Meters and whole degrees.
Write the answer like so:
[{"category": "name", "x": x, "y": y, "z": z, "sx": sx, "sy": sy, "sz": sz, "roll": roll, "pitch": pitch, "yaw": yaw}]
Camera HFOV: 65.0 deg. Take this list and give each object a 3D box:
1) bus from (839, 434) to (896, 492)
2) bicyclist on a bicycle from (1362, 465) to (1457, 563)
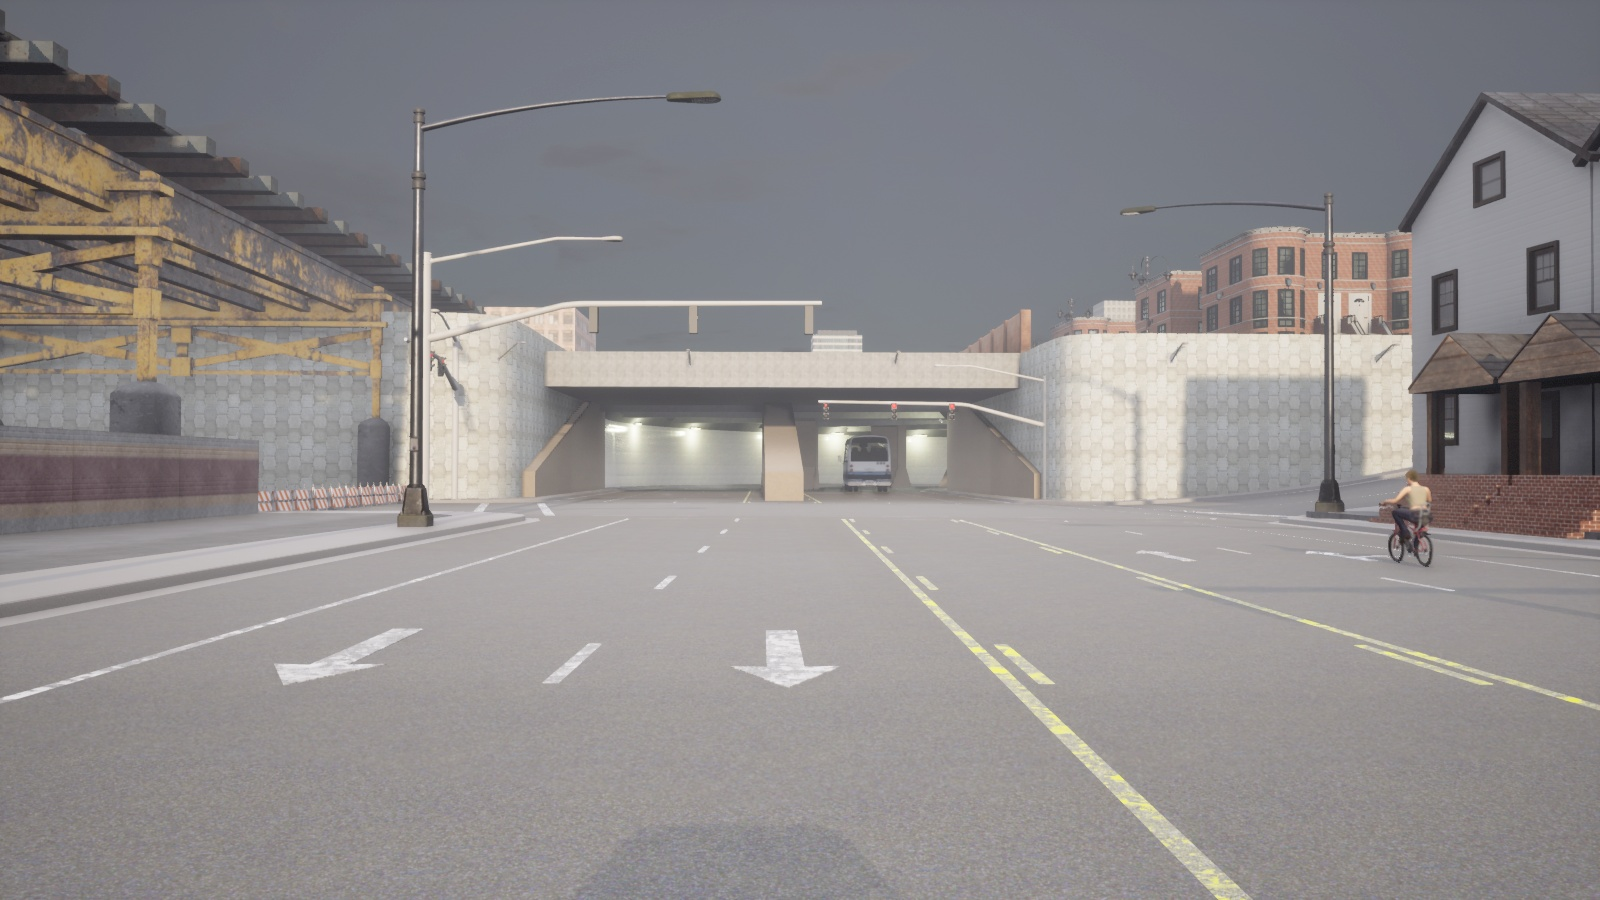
[{"category": "bus", "x": 5.171, "y": 1.068, "z": 98.535, "sx": 3.944, "sy": 4.253, "sz": 10.273, "roll": -1, "pitch": -1, "yaw": 0}, {"category": "bicyclist on a bicycle", "x": 10.378, "y": 1.069, "z": 21.428, "sx": 0.866, "sy": 1.612, "sz": 1.509, "roll": 0, "pitch": -1, "yaw": 0}]
